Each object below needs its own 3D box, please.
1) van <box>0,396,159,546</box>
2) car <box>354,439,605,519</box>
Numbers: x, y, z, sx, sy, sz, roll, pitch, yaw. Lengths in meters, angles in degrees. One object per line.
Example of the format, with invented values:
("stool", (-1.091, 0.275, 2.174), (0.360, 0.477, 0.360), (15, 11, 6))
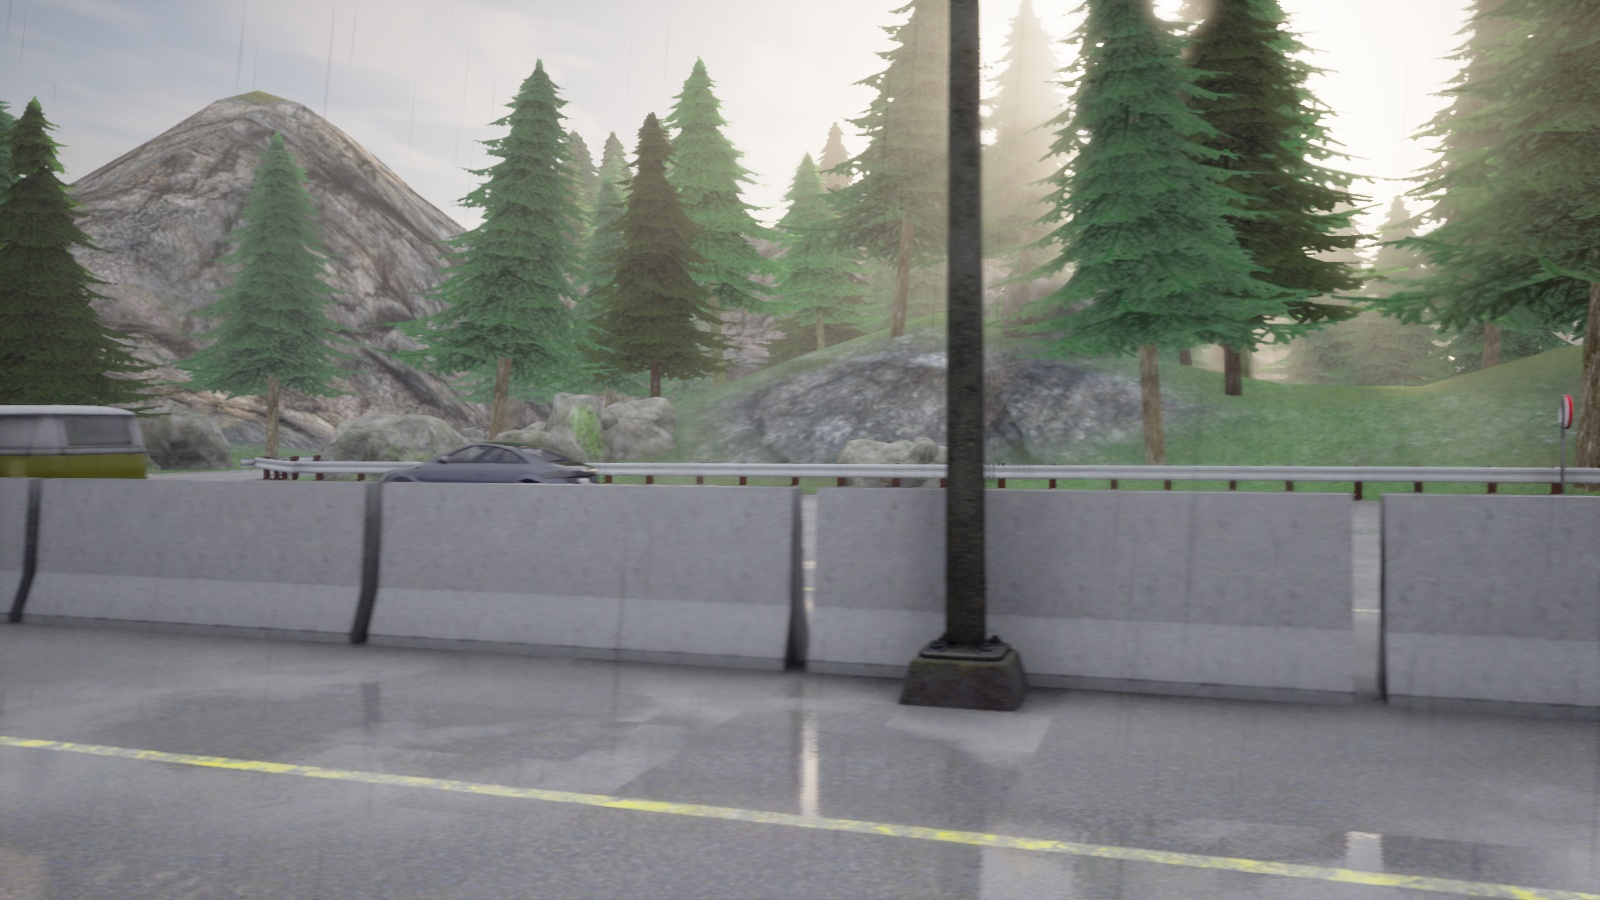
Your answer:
("van", (-11.766, 0.251, 18.228), (4.442, 1.987, 1.775), (0, 1, 18))
("car", (-6.012, 0.495, 23.679), (4.181, 1.385, 1.994), (1, 1, 19))
